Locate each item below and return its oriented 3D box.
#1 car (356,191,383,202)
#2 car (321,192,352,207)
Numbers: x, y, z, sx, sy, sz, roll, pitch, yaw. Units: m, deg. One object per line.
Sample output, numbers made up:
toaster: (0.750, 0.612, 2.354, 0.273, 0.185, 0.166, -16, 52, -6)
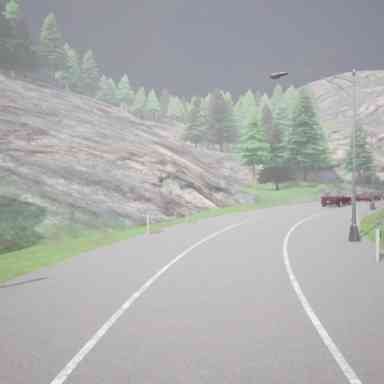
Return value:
car: (23.173, 0.503, 43.309, 4.181, 1.385, 1.994, -3, 2, -36)
car: (15.915, 0.784, 36.542, 1.882, 1.535, 5.008, 0, 2, 44)
